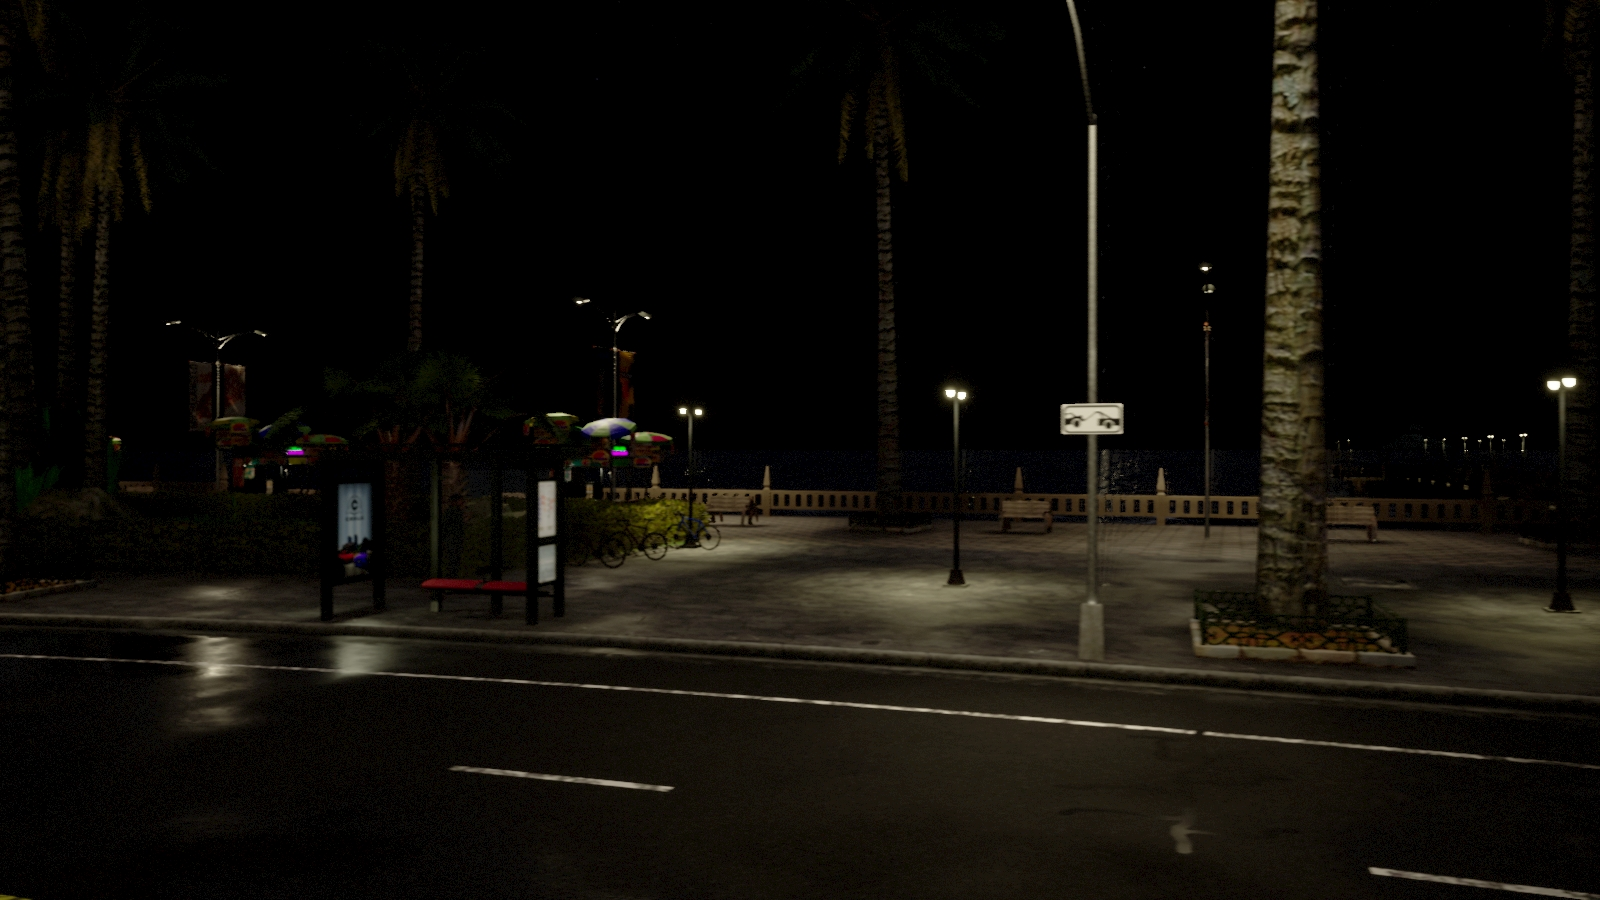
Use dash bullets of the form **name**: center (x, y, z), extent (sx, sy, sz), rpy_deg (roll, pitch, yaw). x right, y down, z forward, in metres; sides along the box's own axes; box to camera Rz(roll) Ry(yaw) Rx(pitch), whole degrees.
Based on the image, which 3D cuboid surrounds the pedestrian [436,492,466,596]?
- **pedestrian**: center (-6.334, 1.693, 20.729), extent (0.375, 1.860, 0.375), rpy_deg (0, 0, 14)
